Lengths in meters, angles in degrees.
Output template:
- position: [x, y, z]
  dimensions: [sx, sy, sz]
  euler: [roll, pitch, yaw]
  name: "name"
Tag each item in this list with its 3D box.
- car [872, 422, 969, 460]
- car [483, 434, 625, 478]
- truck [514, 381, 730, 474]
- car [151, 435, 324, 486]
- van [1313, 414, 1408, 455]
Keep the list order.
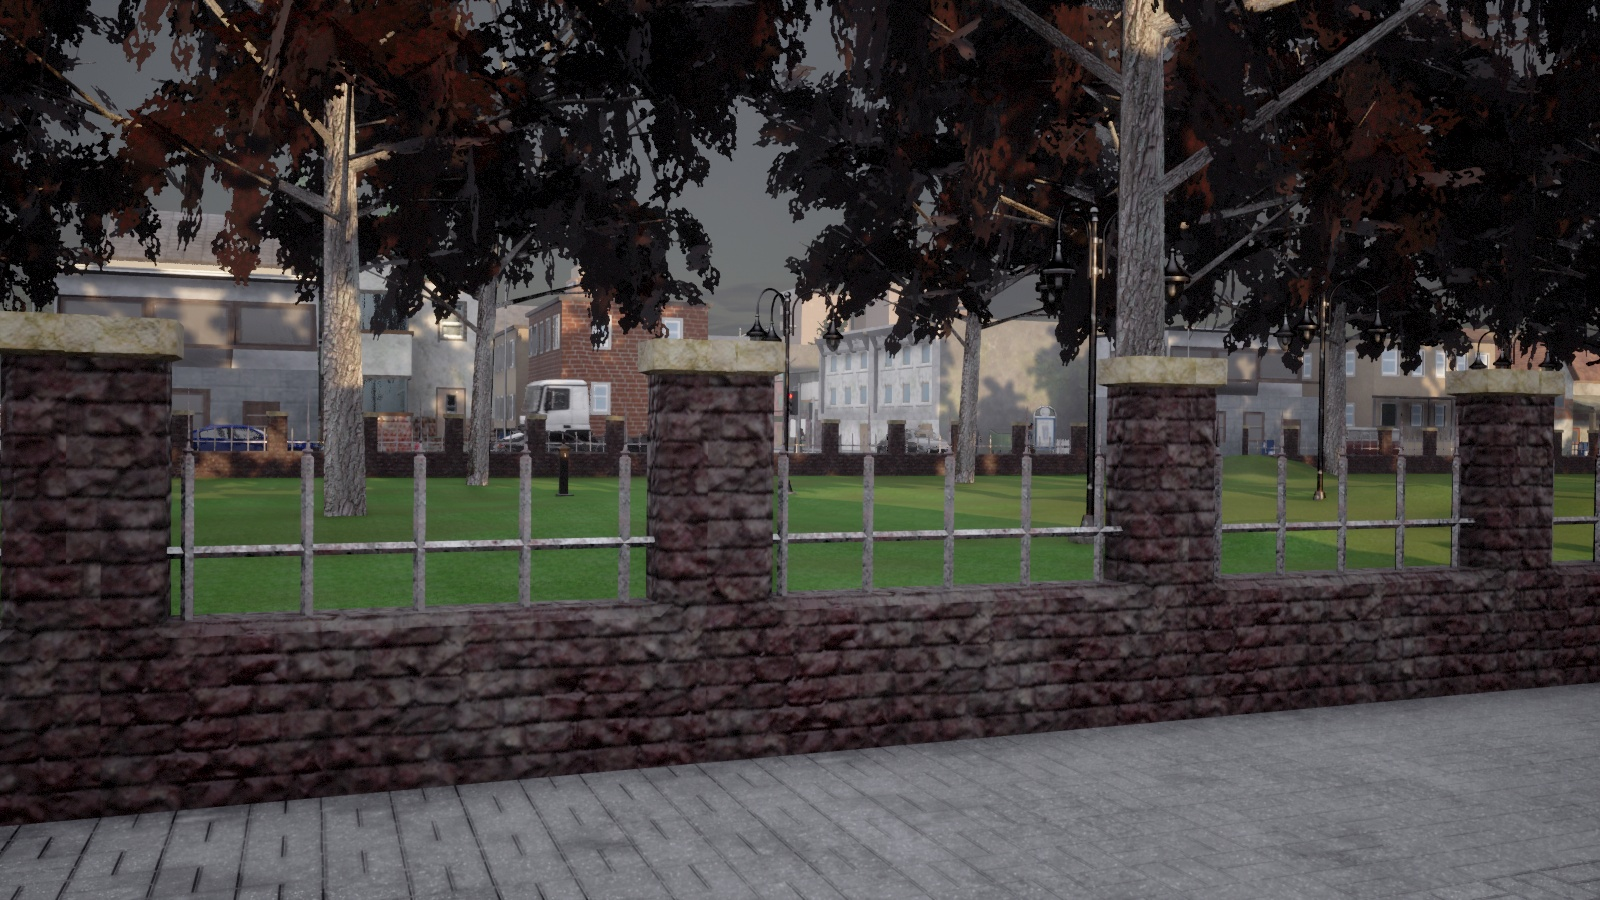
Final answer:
- position: [5.566, -0.437, 58.619]
  dimensions: [2.152, 1.651, 5.027]
  euler: [-1, 1, -26]
  name: "car"
- position: [-8.734, 0.192, 44.624]
  dimensions: [4.674, 1.442, 1.812]
  euler: [-1, 1, -24]
  name: "car"
- position: [-7.016, -0.916, 49.641]
  dimensions: [7.936, 3.462, 2.891]
  euler: [-1, 1, -23]
  name: "truck"
- position: [-18.238, 0.307, 40.900]
  dimensions: [5.008, 1.535, 1.882]
  euler: [-1, 1, -24]
  name: "car"
- position: [28.271, -0.785, 63.343]
  dimensions: [4.442, 1.987, 1.775]
  euler: [-1, 1, -21]
  name: "van"
